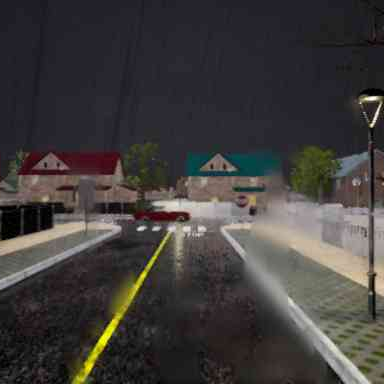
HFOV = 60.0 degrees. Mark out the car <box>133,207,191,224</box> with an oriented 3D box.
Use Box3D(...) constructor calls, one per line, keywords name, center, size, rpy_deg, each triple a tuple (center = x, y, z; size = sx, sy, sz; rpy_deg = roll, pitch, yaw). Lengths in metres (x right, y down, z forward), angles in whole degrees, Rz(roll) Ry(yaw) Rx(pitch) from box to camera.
Box3D(name="car", center=(-2.424, 1.912, 27.653), size=(4.718, 1.301, 1.895), rpy_deg=(0, -1, 0))
